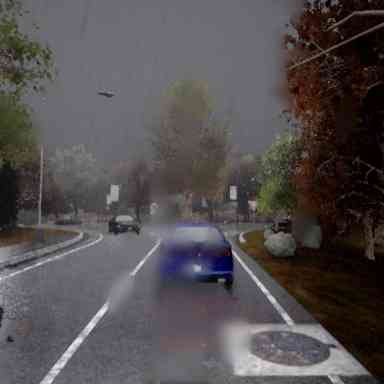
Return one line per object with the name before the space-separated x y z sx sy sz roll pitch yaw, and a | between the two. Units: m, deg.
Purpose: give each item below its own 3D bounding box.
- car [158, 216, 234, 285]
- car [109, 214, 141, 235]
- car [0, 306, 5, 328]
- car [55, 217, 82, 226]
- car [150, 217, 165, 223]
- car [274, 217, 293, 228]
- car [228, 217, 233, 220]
car | 0.126 1.661 10.053 1.882 1.535 5.008 0 -2 1
car | -5.311 2.512 26.006 1.882 1.535 5.008 2 -5 -21
car | -3.605 1.565 2.389 2.033 1.411 5.357 0 -1 0
car | -19.517 4.616 52.863 2.033 1.411 5.357 -1 -4 10
car | -6.080 5.543 66.153 4.718 1.301 1.895 1 -5 -7
car | 12.031 3.867 42.975 2.033 1.411 5.357 -2 -5 28
car | 5.521 5.407 63.952 4.892 1.490 1.837 -3 -5 33
